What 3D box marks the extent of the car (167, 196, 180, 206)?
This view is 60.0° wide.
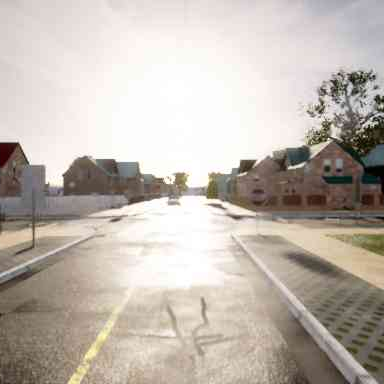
[{"bbox_3d":[-2.734,1.340,50.694,1.812,1.442,4.674,0,1,0],"label":"car"}]
